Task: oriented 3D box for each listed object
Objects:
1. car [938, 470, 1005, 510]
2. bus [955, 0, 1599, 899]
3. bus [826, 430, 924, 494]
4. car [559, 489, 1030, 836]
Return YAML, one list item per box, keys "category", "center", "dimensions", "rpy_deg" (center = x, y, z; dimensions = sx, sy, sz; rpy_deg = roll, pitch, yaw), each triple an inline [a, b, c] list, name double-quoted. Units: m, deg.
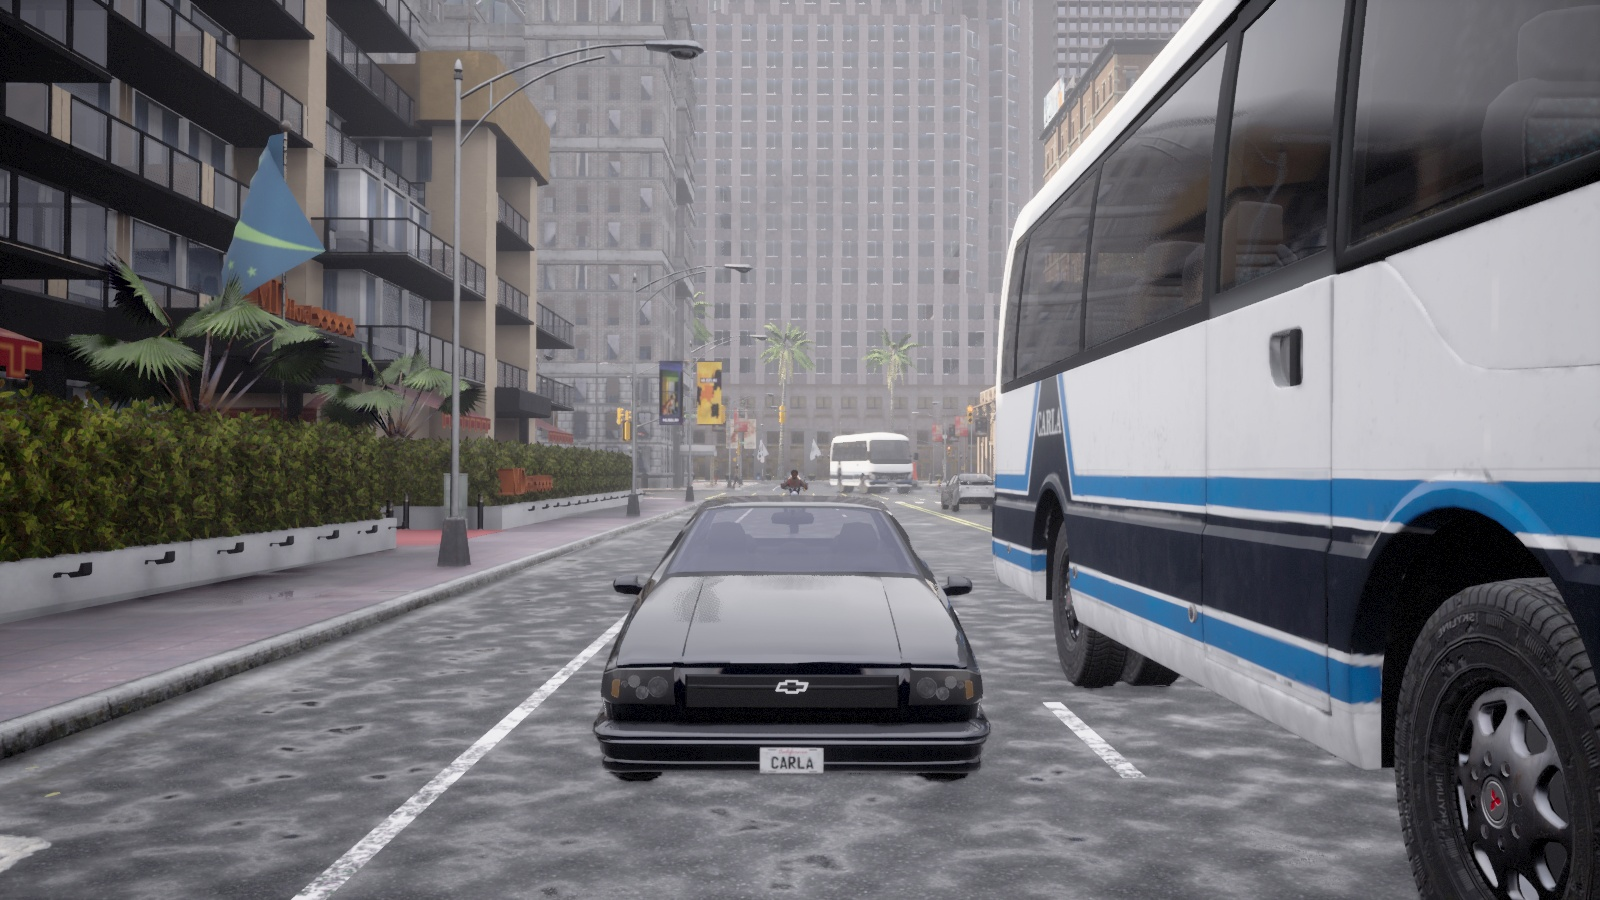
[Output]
- category: "car"
  center: [6.795, 1.575, 50.199]
  dimensions: [2.007, 1.525, 4.514]
  rpy_deg: [0, -1, 0]
- category: "bus"
  center: [3.466, -0.465, 6.625]
  dimensions: [3.944, 4.253, 10.273]
  rpy_deg: [0, -1, 0]
- category: "bus"
  center: [5.154, 0.907, 88.935]
  dimensions: [3.944, 4.253, 10.273]
  rpy_deg: [0, -1, -14]
- category: "car"
  center: [-0.035, 0.998, 8.108]
  dimensions: [2.033, 1.411, 5.357]
  rpy_deg: [0, -1, 0]
